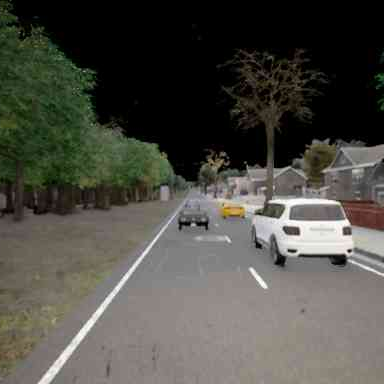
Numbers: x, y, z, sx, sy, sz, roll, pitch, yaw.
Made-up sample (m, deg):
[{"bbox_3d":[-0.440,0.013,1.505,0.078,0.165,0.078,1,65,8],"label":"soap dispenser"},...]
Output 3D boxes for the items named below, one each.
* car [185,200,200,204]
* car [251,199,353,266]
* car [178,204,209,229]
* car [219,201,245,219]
[{"bbox_3d":[0.082,1.686,41.962,1.994,1.385,4.181,0,0,0],"label":"car"},{"bbox_3d":[3.595,1.259,11.869,2.150,2.045,5.566,0,0,0],"label":"car"},{"bbox_3d":[0.091,1.668,21.937,1.895,1.301,4.718,0,0,0],"label":"car"},{"bbox_3d":[3.586,1.570,30.424,1.882,1.535,5.008,0,0,0],"label":"car"}]
